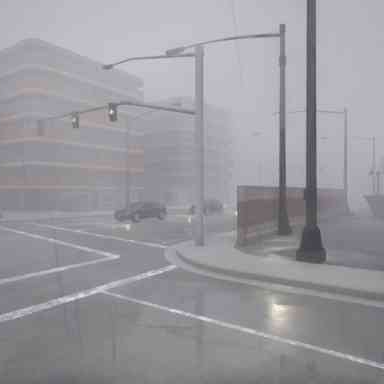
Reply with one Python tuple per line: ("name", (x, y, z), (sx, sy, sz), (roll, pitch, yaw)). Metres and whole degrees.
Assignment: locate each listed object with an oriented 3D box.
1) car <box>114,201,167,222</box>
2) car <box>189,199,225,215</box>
("car", (-3.961, 1.505, 26.320), (1.837, 1.490, 4.892), (0, 0, 35))
("car", (1.627, 1.505, 34.444), (1.837, 1.490, 4.892), (0, 0, 35))
